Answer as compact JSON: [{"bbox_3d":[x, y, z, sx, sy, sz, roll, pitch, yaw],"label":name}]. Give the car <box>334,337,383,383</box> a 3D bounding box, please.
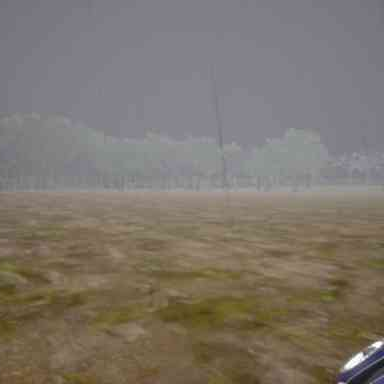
[{"bbox_3d":[3.172,1.335,1.725,4.553,1.767,2.097,0,1,5],"label":"car"}]
